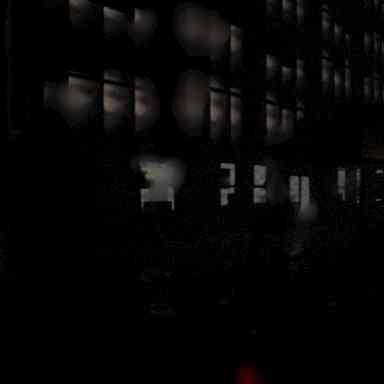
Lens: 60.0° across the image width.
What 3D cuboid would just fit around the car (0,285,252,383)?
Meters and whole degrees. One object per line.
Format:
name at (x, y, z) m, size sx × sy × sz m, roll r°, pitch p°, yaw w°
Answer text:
car at (-1.523, 1.564, 1.984) m, size 4.181 × 1.385 × 1.994 m, roll 0°, pitch 0°, yaw -36°

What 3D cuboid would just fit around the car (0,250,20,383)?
car at (-4.173, 1.570, 3.121) m, size 4.313 × 1.339 × 1.947 m, roll 0°, pitch 0°, yaw -36°
